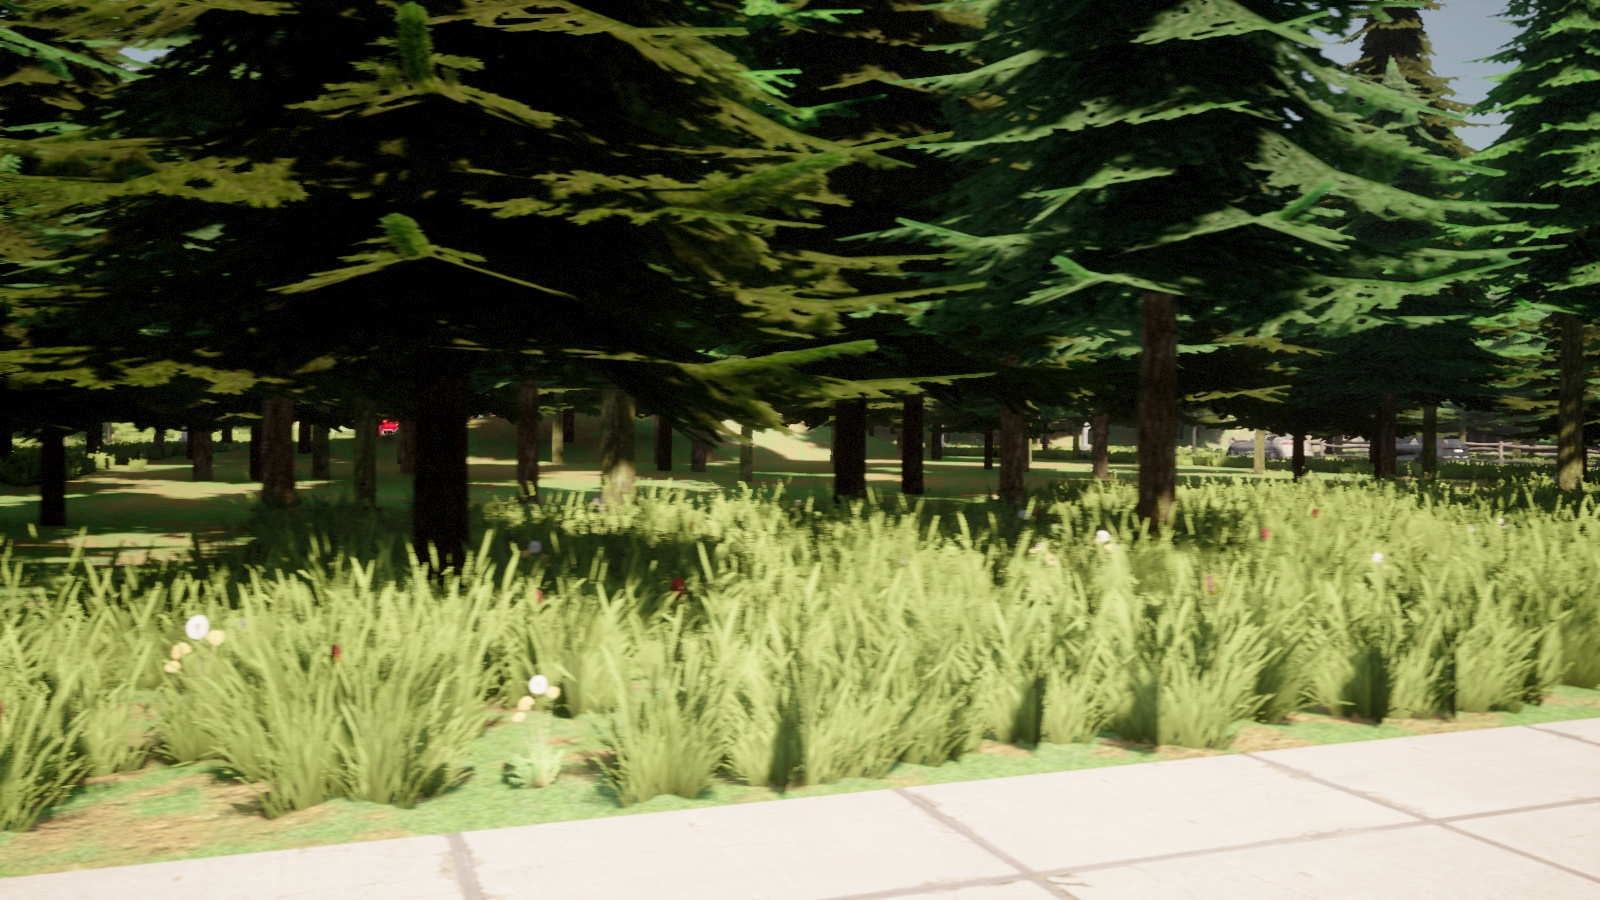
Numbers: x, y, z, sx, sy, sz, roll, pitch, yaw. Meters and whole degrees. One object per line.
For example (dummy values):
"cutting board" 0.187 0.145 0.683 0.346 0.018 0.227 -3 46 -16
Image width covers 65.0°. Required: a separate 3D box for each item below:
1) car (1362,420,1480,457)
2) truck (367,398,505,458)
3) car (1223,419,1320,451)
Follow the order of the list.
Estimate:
"car" 28.828 -0.551 58.489 2.033 1.649 4.856 -1 1 -20
"truck" -24.335 -1.496 84.010 8.468 3.827 2.891 -1 1 -24
"car" 25.443 -0.820 67.945 2.152 1.651 5.027 -1 1 -20
